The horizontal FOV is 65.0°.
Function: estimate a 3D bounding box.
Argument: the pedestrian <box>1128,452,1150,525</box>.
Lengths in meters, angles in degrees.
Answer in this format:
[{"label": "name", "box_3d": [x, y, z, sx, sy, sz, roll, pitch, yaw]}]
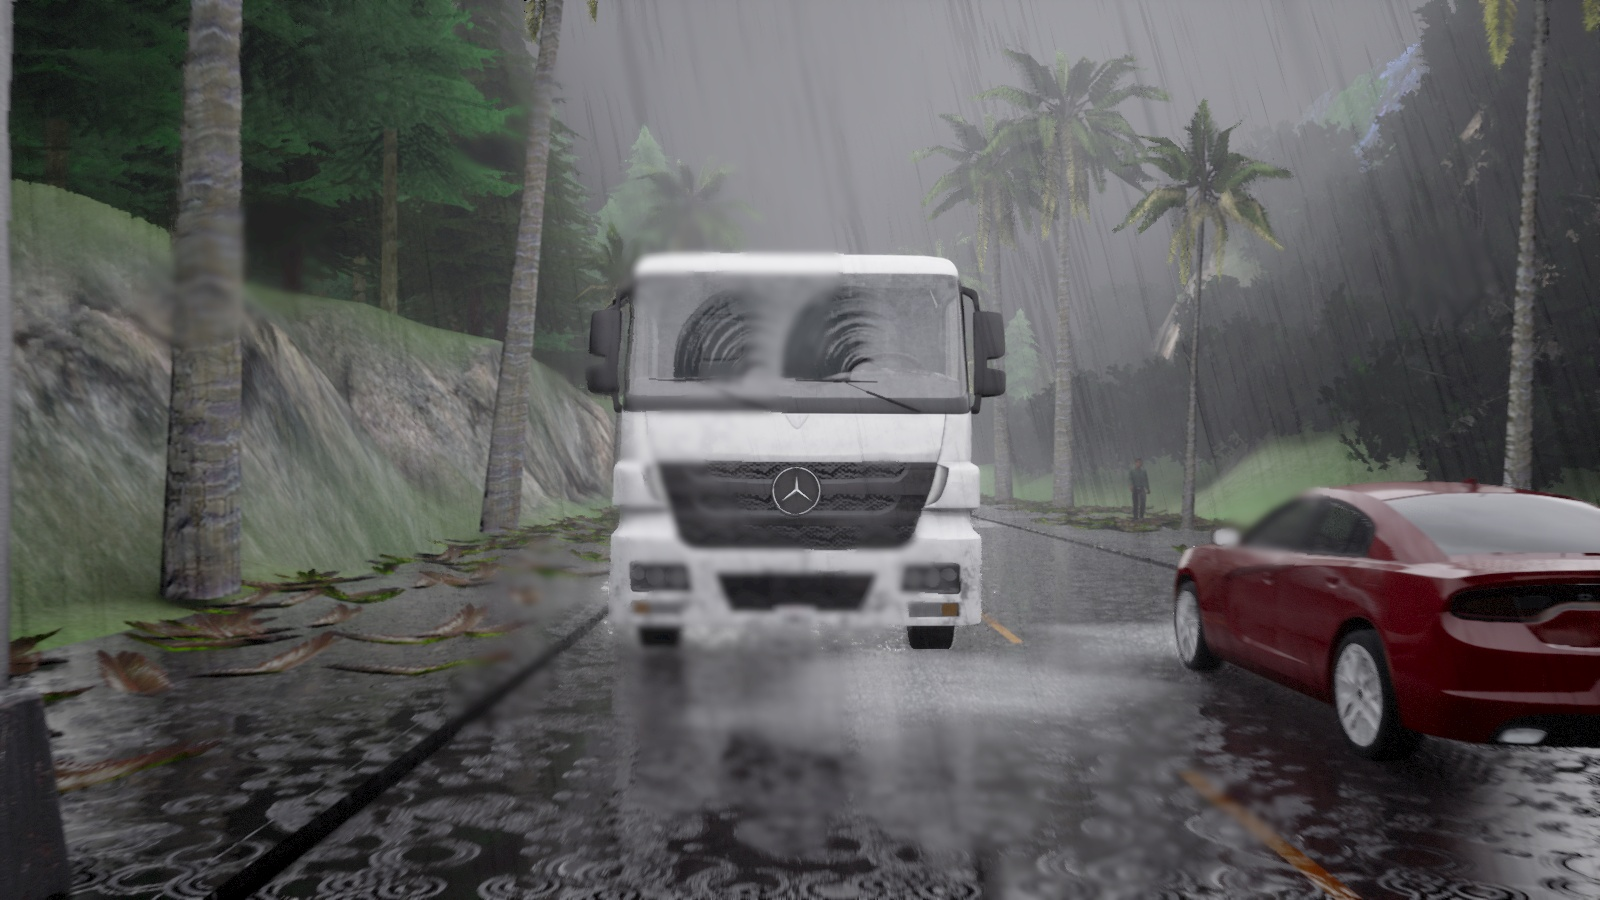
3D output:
[{"label": "pedestrian", "box_3d": [9.157, 1.024, 33.957, 0.423, 1.949, 0.788, 0, -1, 5]}]

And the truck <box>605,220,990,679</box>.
[{"label": "truck", "box_3d": [-0.033, 0.058, 13.458, 2.891, 3.462, 7.936, 0, -1, 0]}]

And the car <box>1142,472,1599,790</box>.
[{"label": "car", "box_3d": [3.982, 0.920, 8.606, 1.882, 1.535, 5.008, 0, -1, 0]}]
